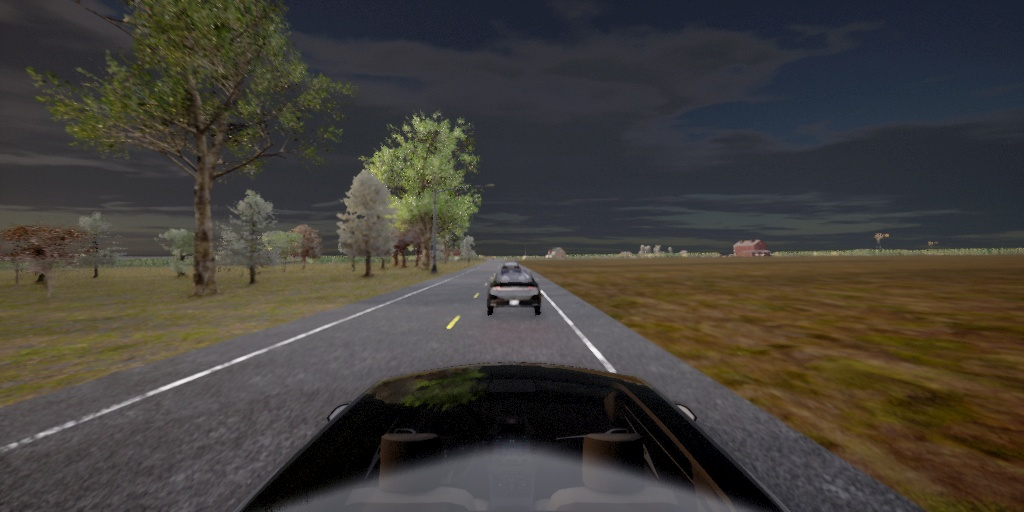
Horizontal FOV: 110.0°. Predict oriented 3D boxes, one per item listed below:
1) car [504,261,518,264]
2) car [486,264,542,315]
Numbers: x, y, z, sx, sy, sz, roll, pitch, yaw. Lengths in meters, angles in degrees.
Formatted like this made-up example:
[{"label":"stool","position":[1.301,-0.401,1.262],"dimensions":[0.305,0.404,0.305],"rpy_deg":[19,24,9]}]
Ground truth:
[{"label":"car","position":[-0.105,1.258,35.655],"dimensions":[1.882,1.535,5.008],"rpy_deg":[0,0,-1]},{"label":"car","position":[0.067,1.248,13.653],"dimensions":[2.128,1.511,4.902],"rpy_deg":[0,0,0]}]
